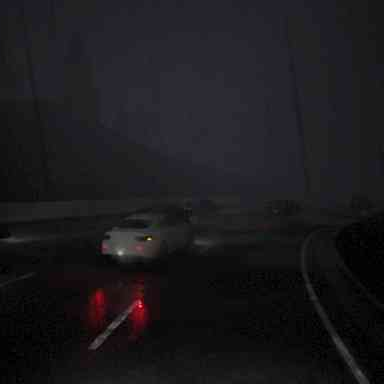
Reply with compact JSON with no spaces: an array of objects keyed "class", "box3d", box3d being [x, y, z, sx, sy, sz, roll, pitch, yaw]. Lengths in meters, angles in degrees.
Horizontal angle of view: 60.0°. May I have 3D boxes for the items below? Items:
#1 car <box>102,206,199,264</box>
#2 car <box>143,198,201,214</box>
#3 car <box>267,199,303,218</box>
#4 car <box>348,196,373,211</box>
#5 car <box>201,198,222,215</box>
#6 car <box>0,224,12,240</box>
[{"class":"car","box3d":[-1.349,1.440,11.483,1.812,1.442,4.674,0,0,16]},{"class":"car","box3d":[-1.552,1.333,20.232,1.882,1.535,5.008,0,0,26]},{"class":"car","box3d":[8.143,1.349,28.917,2.128,1.511,4.902,1,0,35]},{"class":"car","box3d":[19.679,1.214,38.757,2.097,1.767,4.553,1,0,36]},{"class":"car","box3d":[1.047,1.325,31.152,1.812,1.442,4.674,1,0,35]},{"class":"car","box3d":[-8.902,1.417,11.377,2.033,1.411,5.357,0,0,14]}]
